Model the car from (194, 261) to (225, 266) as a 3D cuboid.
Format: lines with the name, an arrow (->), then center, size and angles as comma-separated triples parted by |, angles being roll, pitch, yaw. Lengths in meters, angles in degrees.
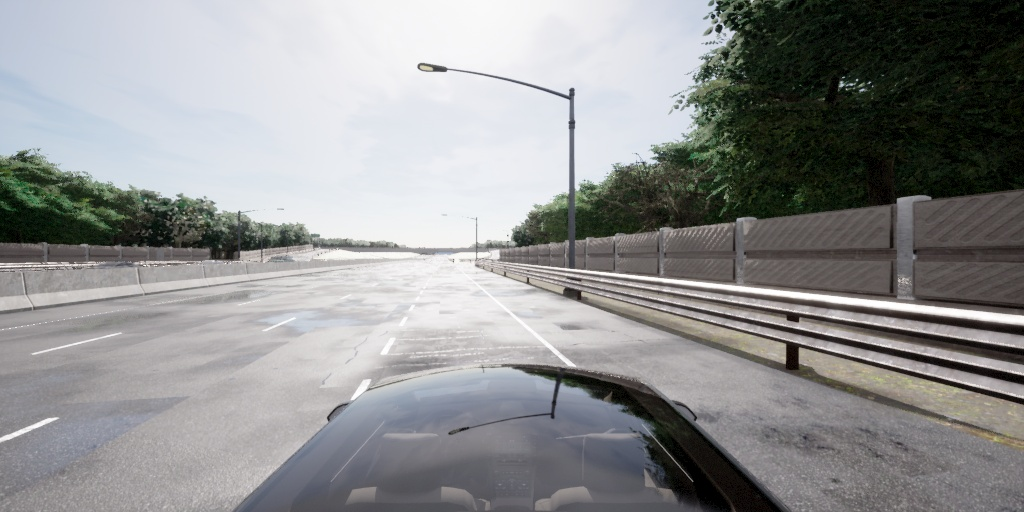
car -> -36.095, 1.309, 42.709 | 1.812, 1.442, 4.674 | 0, 0, -10

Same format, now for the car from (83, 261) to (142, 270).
car -> -38.091, 1.278, 34.287 | 1.837, 1.490, 4.892 | 0, -1, -11

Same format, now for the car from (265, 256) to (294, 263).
car -> -34.426, 1.024, 53.184 | 2.150, 2.045, 5.566 | 0, 0, -10
